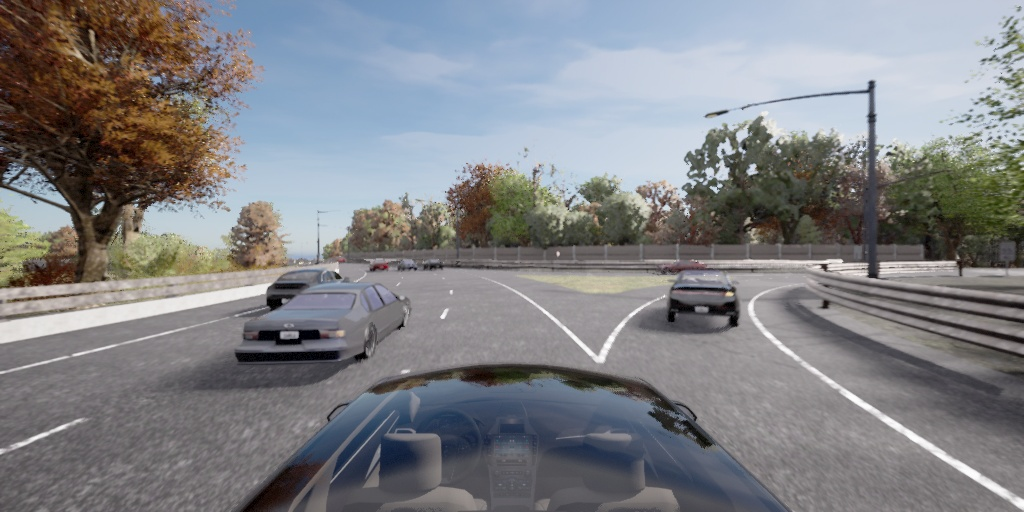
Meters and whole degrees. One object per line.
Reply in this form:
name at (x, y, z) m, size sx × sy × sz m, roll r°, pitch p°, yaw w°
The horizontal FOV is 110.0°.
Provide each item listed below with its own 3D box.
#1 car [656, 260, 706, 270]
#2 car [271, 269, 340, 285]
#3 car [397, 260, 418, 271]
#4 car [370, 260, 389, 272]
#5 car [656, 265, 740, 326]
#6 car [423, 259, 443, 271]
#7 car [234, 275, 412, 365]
car at (17.095, 1.152, 36.213) m, size 4.674 × 1.442 × 1.812 m, roll 0°, pitch 0°, yaw 9°
car at (-7.936, 1.265, 14.520) m, size 1.837 × 1.490 × 4.892 m, roll 0°, pitch 0°, yaw -8°
car at (-14.044, 1.274, 48.051) m, size 2.033 × 1.411 × 5.357 m, roll 0°, pitch 0°, yaw -28°
car at (-17.446, 1.220, 47.011) m, size 1.882 × 1.535 × 5.008 m, roll 0°, pitch 0°, yaw -28°
car at (6.175, 1.199, 11.648) m, size 2.128 × 1.511 × 4.902 m, roll 0°, pitch 0°, yaw 28°
car at (-11.012, 1.189, 49.800) m, size 1.882 × 1.535 × 5.008 m, roll 0°, pitch 0°, yaw -28°
car at (-3.715, 1.301, 8.212) m, size 2.033 × 1.411 × 5.357 m, roll 0°, pitch 0°, yaw -4°
